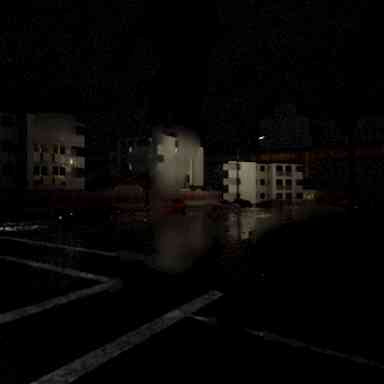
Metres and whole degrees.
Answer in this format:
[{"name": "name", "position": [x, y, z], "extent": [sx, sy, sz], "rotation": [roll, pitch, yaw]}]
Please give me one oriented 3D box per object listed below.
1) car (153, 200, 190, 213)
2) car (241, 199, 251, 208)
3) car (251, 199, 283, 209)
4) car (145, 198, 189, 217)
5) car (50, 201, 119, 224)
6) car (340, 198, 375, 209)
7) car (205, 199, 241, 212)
[{"name": "car", "position": [-2.291, 1.647, 38.702], "extent": [1.994, 1.385, 4.181], "rotation": [0, 0, 39]}, {"name": "car", "position": [6.827, 1.643, 48.541], "extent": [4.181, 1.385, 1.994], "rotation": [0, 0, -38]}, {"name": "car", "position": [11.016, 1.628, 47.321], "extent": [4.181, 1.385, 1.994], "rotation": [0, 0, -33]}, {"name": "car", "position": [-2.468, 1.426, 32.828], "extent": [2.097, 1.767, 4.553], "rotation": [0, 0, 38]}, {"name": "car", "position": [-7.904, 1.566, 25.688], "extent": [2.128, 1.511, 4.902], "rotation": [0, 0, 37]}, {"name": "car", "position": [22.318, 1.532, 44.780], "extent": [4.892, 1.490, 1.837], "rotation": [0, 0, -18]}, {"name": "car", "position": [3.631, 1.673, 40.584], "extent": [1.895, 1.301, 4.718], "rotation": [0, 0, 40]}]
